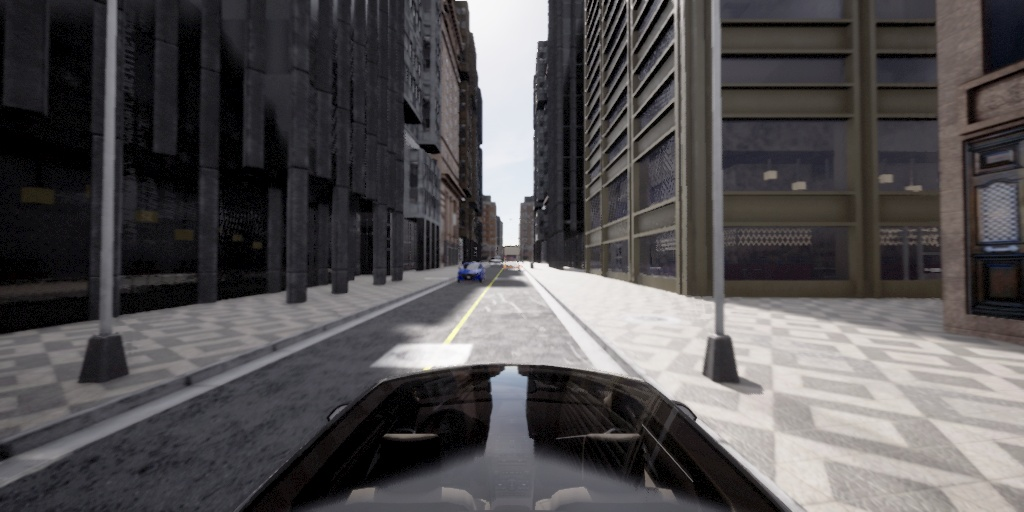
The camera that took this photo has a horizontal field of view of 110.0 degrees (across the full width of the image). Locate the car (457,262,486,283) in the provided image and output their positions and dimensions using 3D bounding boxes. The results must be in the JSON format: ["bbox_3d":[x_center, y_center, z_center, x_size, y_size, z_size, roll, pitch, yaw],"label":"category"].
[{"bbox_3d":[-3.100,1.242,28.096,1.882,1.535,5.008,0,0,0],"label":"car"}]

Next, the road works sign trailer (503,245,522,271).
[{"bbox_3d":[-0.009,0.284,51.025,2.380,3.560,2.880,0,0,0],"label":"road works sign trailer"}]
